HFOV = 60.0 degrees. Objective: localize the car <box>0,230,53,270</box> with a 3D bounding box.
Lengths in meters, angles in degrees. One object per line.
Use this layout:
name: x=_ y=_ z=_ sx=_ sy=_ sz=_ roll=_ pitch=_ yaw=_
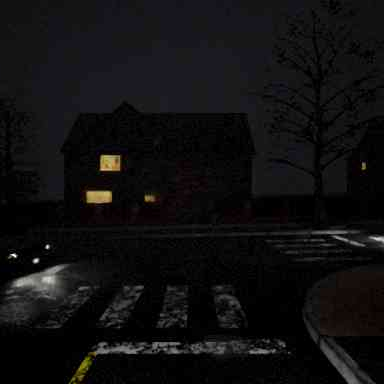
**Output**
car: x=-7.148 y=1.692 z=10.333 sx=5.357 sy=1.411 sz=2.033 roll=-1 pitch=0 yaw=13
